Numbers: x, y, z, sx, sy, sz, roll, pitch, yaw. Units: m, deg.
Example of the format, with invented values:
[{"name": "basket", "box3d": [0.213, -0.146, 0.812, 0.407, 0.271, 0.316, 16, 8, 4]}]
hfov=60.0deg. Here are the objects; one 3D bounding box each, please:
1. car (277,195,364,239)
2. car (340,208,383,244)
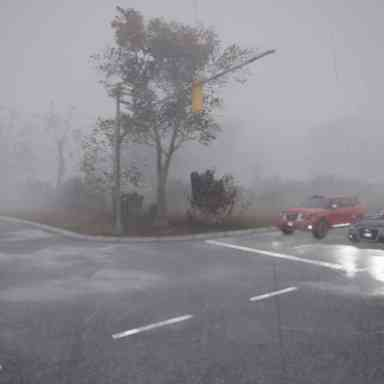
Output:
[{"name": "car", "box3d": [6.964, 1.180, 17.549, 5.566, 2.045, 2.150, 0, 0, -35]}, {"name": "car", "box3d": [8.641, 1.523, 14.449, 4.181, 1.385, 1.994, 0, 0, -36]}]
